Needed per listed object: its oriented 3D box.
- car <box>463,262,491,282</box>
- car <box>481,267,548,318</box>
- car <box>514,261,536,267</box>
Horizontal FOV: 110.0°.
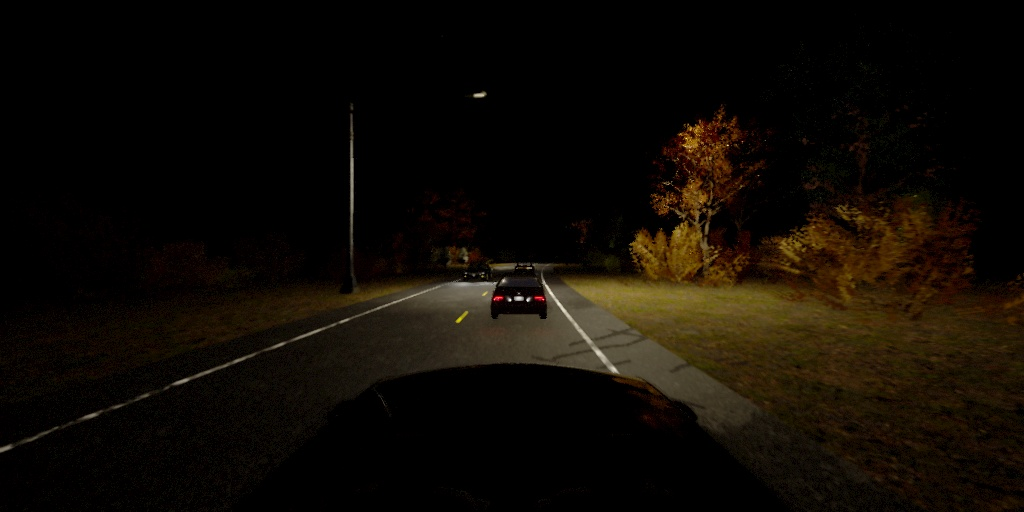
[{"bbox_3d":[-2.728,1.249,29.259,1.837,1.490,4.892,0,-1,4],"label":"car"},{"bbox_3d":[0.265,1.297,13.016,2.033,1.411,5.357,0,0,1],"label":"car"},{"bbox_3d":[1.178,1.235,33.078,2.128,1.511,4.902,0,0,4],"label":"car"}]
